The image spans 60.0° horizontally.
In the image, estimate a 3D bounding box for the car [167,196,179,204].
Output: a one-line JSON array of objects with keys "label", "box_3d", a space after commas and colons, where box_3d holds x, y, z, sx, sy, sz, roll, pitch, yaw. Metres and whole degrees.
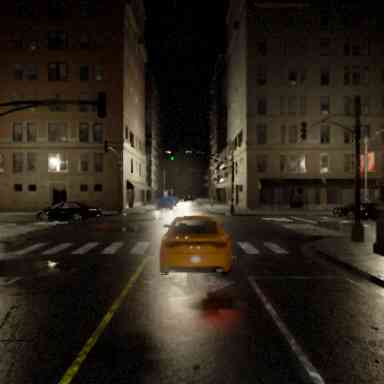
[{"label": "car", "box_3d": [-3.462, 1.459, 62.322, 2.033, 1.411, 5.357, 0, 0, -1]}]

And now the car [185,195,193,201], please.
[{"label": "car", "box_3d": [-0.725, 1.491, 81.852, 1.895, 1.301, 4.718, 0, 0, -1]}]

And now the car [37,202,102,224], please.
[{"label": "car", "box_3d": [-8.973, 1.463, 24.319, 4.902, 1.511, 2.128, 0, -1, 18]}]

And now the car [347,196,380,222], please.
[{"label": "car", "box_3d": [15.272, 1.172, 25.317, 5.566, 2.045, 2.150, 0, 0, -1]}]

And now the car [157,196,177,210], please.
[{"label": "car", "box_3d": [-3.273, 1.416, 41.549, 1.882, 1.535, 5.008, 0, 0, -1]}]

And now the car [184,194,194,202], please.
[{"label": "car", "box_3d": [-0.593, 1.258, 72.071, 2.097, 1.767, 4.553, 0, 0, -1]}]

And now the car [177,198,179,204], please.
[{"label": "car", "box_3d": [-3.395, 1.402, 51.733, 1.882, 1.535, 5.008, 0, 0, 0]}]

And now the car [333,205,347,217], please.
[{"label": "car", "box_3d": [14.644, 1.464, 28.559, 4.892, 1.490, 1.837, 0, 0, -1]}]

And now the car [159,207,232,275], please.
[{"label": "car", "box_3d": [0.094, 1.461, 10.459, 1.882, 1.535, 5.008, 0, 0, 0]}]
